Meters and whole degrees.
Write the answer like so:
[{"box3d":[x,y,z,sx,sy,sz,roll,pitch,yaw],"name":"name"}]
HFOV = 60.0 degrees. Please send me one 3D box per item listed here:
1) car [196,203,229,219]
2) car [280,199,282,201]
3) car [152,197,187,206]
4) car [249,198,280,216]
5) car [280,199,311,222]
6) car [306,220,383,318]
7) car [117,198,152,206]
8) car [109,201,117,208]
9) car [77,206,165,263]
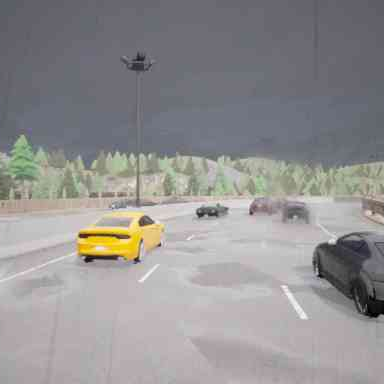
[{"box3d":[1.934,1.615,29.538,1.895,1.301,4.718,0,0,19],"name":"car"},{"box3d":[11.414,1.549,42.299,2.033,1.411,5.357,0,0,31],"name":"car"},{"box3d":[-2.245,1.401,38.353,2.097,1.767,4.553,0,0,24],"name":"car"},{"box3d":[7.198,1.352,33.272,2.097,1.767,4.553,0,0,22],"name":"car"},{"box3d":[8.058,1.494,25.711,1.837,1.490,4.892,-1,0,18],"name":"car"},{"box3d":[4.127,1.562,7.357,1.994,1.385,4.181,0,0,5],"name":"car"},{"box3d":[-6.049,1.554,38.359,2.128,1.511,4.902,0,0,23],"name":"car"},{"box3d":[-8.410,1.573,41.710,2.128,1.511,4.902,0,0,24],"name":"car"},{"box3d":[-2.331,1.485,12.109,1.882,1.535,5.008,0,0,8],"name":"car"}]
